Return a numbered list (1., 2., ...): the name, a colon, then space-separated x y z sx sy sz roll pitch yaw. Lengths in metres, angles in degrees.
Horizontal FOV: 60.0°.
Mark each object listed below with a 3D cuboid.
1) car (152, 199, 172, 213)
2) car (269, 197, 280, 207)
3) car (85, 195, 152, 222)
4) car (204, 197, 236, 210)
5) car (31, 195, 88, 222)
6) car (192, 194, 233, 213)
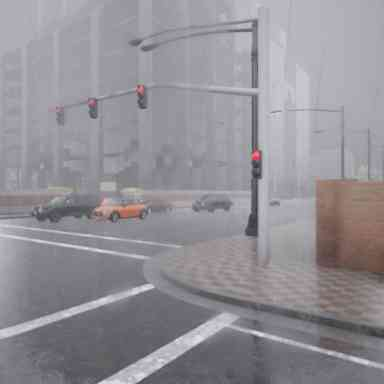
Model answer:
1. car: -4.068 1.515 34.621 1.837 1.490 4.892 0 0 36
2. car: 11.937 1.534 50.665 1.812 1.442 4.674 0 0 36
3. car: -5.690 1.361 26.401 2.097 1.767 4.553 0 0 36
4. car: 3.898 1.499 45.615 2.128 1.511 4.902 0 0 36
5. car: -9.858 1.232 26.612 2.150 2.045 5.566 0 0 36
6. car: 2.278 1.233 37.423 2.150 2.045 5.566 0 0 36
